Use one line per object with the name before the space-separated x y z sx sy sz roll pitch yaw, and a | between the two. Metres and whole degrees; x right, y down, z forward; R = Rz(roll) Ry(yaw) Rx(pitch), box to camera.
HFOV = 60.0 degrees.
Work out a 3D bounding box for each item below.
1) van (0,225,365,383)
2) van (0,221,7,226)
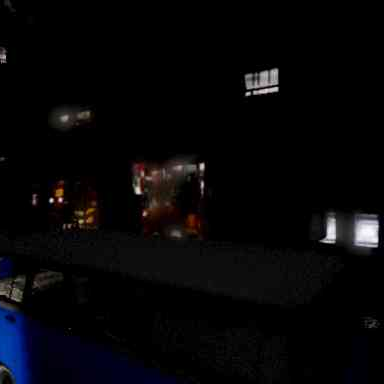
van | -0.503 1.340 3.204 3.998 1.788 1.690 0 1 35
van | -5.093 1.343 6.416 3.998 1.788 1.690 0 1 35
